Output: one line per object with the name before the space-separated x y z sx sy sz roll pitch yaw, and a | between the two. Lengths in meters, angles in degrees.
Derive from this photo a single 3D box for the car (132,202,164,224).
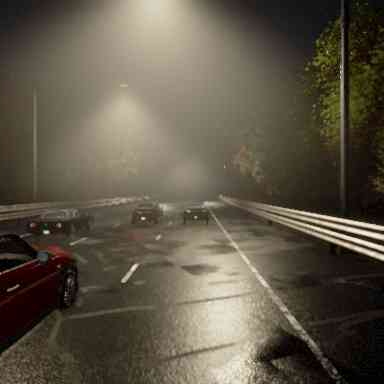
car | -3.201 1.506 24.547 1.837 1.490 4.892 0 0 1

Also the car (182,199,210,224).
car | 0.302 1.492 24.672 2.128 1.511 4.902 0 0 1

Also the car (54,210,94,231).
car | -6.817 1.602 17.883 1.895 1.301 4.718 0 0 1

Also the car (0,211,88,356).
car | -3.380 1.353 5.001 2.097 1.767 4.553 0 0 0
